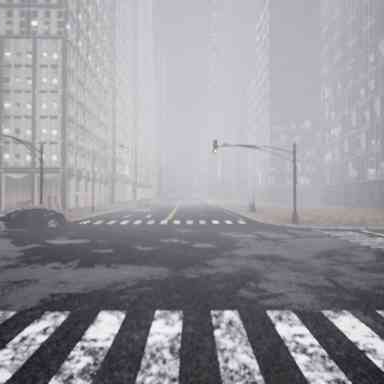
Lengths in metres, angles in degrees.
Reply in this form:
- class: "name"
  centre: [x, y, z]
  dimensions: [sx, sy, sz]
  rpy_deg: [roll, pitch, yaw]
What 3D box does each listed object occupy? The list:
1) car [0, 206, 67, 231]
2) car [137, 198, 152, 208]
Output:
- class: "car"
  centre: [-10.778, 1.707, 21.812]
  dimensions: [4.892, 1.490, 1.837]
  rpy_deg: [1, 5, -33]
- class: "car"
  centre: [-7.363, 1.732, 52.049]
  dimensions: [2.128, 1.511, 4.902]
  rpy_deg: [0, 0, -1]
